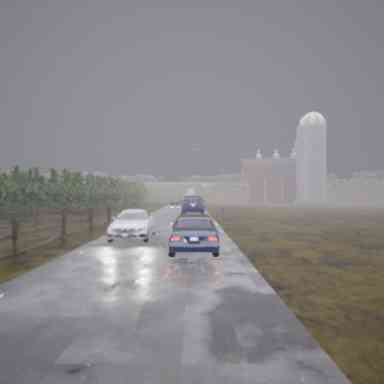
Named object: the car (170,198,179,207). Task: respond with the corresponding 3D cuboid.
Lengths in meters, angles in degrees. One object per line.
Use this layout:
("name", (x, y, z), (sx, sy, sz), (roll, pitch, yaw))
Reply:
("car", (-2.788, 1.813, 57.831), (2.033, 1.411, 5.357), (0, 0, 1))

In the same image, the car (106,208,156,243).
("car", (-2.836, 1.557, 16.382), (1.812, 1.442, 4.674), (0, 0, 0))

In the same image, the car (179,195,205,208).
("car", (0.103, 1.320, 32.502), (2.150, 2.045, 5.566), (0, 0, 0))

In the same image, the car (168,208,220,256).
("car", (0.079, 1.569, 13.230), (2.033, 1.411, 5.357), (0, 0, 0))
